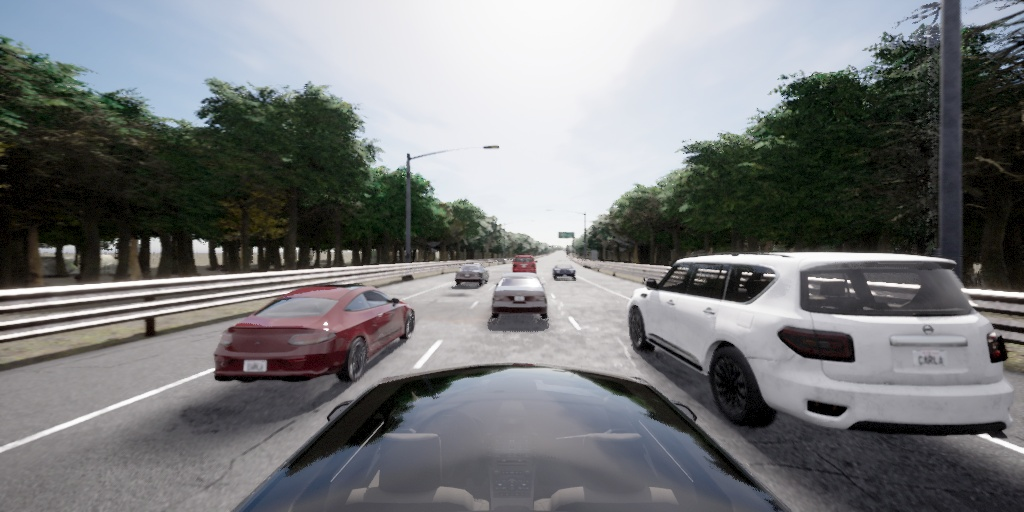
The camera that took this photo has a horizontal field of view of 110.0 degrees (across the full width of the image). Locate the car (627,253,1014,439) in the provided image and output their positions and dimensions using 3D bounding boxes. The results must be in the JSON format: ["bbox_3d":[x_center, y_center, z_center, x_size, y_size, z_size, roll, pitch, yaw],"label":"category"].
[{"bbox_3d":[3.662,0.982,5.805,2.150,2.045,5.566,0,0,0],"label":"car"}]

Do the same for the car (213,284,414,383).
[{"bbox_3d":[-3.329,1.268,6.979,1.812,1.442,4.674,0,0,1],"label":"car"}]

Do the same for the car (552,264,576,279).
[{"bbox_3d":[4.683,1.377,32.871,1.895,1.301,4.718,0,0,4],"label":"car"}]

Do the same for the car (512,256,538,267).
[{"bbox_3d":[1.194,0.987,33.111,2.150,2.045,5.566,0,0,4],"label":"car"}]

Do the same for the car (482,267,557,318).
[{"bbox_3d":[0.282,1.301,13.018,2.033,1.411,5.357,0,0,1],"label":"car"}]

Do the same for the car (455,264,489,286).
[{"bbox_3d":[-2.754,1.298,25.495,2.033,1.411,5.357,0,0,3],"label":"car"}]
